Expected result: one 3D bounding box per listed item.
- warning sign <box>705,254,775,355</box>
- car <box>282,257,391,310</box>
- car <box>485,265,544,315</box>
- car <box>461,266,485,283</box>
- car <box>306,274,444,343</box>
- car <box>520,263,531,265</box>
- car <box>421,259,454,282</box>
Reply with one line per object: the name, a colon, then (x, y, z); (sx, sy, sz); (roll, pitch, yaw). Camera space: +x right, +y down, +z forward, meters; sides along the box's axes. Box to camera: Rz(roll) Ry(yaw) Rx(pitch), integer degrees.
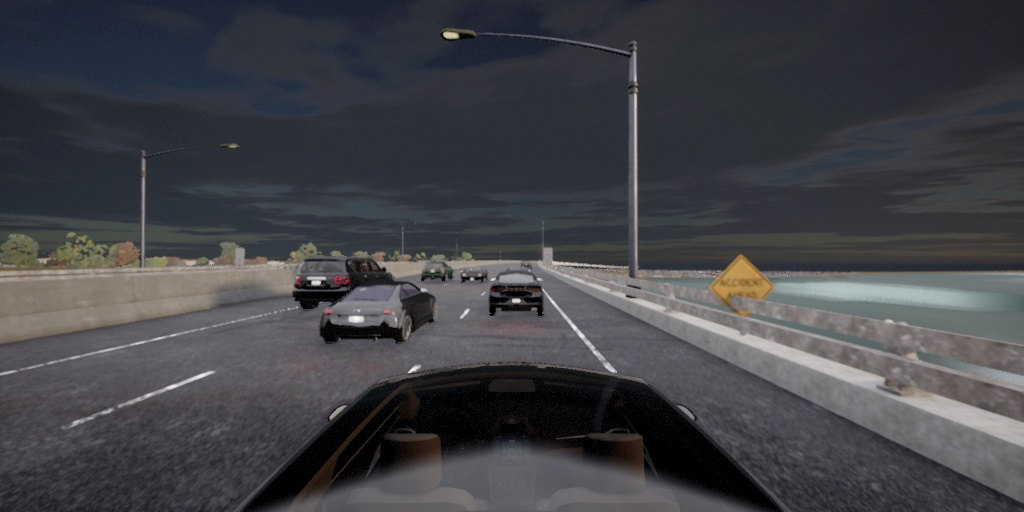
warning sign: (4.569, 0.899, 7.110); (1.300, 1.860, 1.060); (0, 0, 0)
car: (-6.817, 1.055, 15.222); (2.150, 2.045, 5.566); (0, 0, 1)
car: (0.168, 1.304, 14.059); (1.882, 1.535, 5.008); (0, 0, 1)
car: (-3.088, 1.537, 30.475); (1.895, 1.301, 4.718); (0, 0, 1)
car: (-3.387, 1.364, 9.879); (1.994, 1.385, 4.181); (0, 0, 1)
car: (0.417, 1.538, 30.623); (1.895, 1.301, 4.718); (0, 0, 1)
car: (-6.557, 1.299, 32.018); (2.097, 1.767, 4.553); (0, 0, 1)
